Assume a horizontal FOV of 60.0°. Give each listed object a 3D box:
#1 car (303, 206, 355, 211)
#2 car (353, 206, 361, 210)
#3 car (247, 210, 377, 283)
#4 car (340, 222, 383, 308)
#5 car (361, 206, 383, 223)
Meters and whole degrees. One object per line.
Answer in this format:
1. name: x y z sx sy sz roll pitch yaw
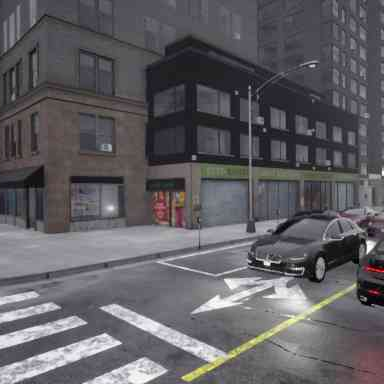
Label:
1. car: 5.591 1.509 15.417 4.313 1.339 1.947 -1 0 -44
2. car: 9.630 1.488 19.386 4.206 1.307 1.802 -1 0 -44
3. car: 3.561 1.476 9.818 4.892 1.490 1.837 -1 0 -45
4. car: 5.038 1.473 6.921 4.892 1.490 1.837 -1 0 -44
5. car: 10.206 1.436 16.346 4.674 1.442 1.812 -1 0 -45
